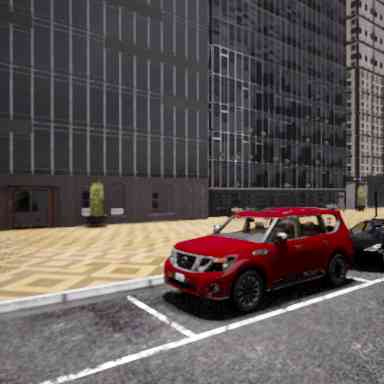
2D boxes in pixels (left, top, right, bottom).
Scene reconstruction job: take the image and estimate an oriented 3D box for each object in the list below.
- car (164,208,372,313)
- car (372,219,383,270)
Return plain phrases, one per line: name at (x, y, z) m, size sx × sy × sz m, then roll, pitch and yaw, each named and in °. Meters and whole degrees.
car at (1.819, 1.328, 7.865) m, size 5.009 × 1.841 × 2.192 m, roll 0°, pitch 0°, yaw -36°
car at (6.315, 1.592, 11.071) m, size 4.313 × 1.339 × 1.947 m, roll 0°, pitch 0°, yaw -36°
